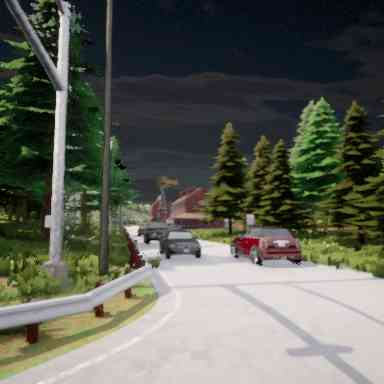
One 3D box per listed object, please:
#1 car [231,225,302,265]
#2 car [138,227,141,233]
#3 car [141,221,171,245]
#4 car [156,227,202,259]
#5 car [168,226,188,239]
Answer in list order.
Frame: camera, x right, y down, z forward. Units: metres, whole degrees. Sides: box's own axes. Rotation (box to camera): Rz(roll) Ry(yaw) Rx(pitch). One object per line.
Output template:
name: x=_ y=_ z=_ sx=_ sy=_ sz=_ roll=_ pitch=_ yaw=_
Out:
car: x=3.454 y=2.475 z=16.269 sx=2.097 sy=1.767 sz=4.553 roll=1 pitch=-6 yaw=-10
car: x=-6.954 y=5.774 z=48.913 sx=2.033 sy=1.411 sz=5.357 roll=1 pitch=-6 yaw=-11
car: x=-3.213 y=3.712 z=30.658 sx=2.150 sy=2.045 sz=5.566 roll=1 pitch=-6 yaw=-11
car: x=-0.752 y=2.899 z=18.895 sx=1.812 sy=1.442 sz=4.674 roll=1 pitch=-6 yaw=-12
car: x=-1.890 y=5.128 z=42.346 sx=1.812 sy=1.442 sz=4.674 roll=1 pitch=-6 yaw=-12
